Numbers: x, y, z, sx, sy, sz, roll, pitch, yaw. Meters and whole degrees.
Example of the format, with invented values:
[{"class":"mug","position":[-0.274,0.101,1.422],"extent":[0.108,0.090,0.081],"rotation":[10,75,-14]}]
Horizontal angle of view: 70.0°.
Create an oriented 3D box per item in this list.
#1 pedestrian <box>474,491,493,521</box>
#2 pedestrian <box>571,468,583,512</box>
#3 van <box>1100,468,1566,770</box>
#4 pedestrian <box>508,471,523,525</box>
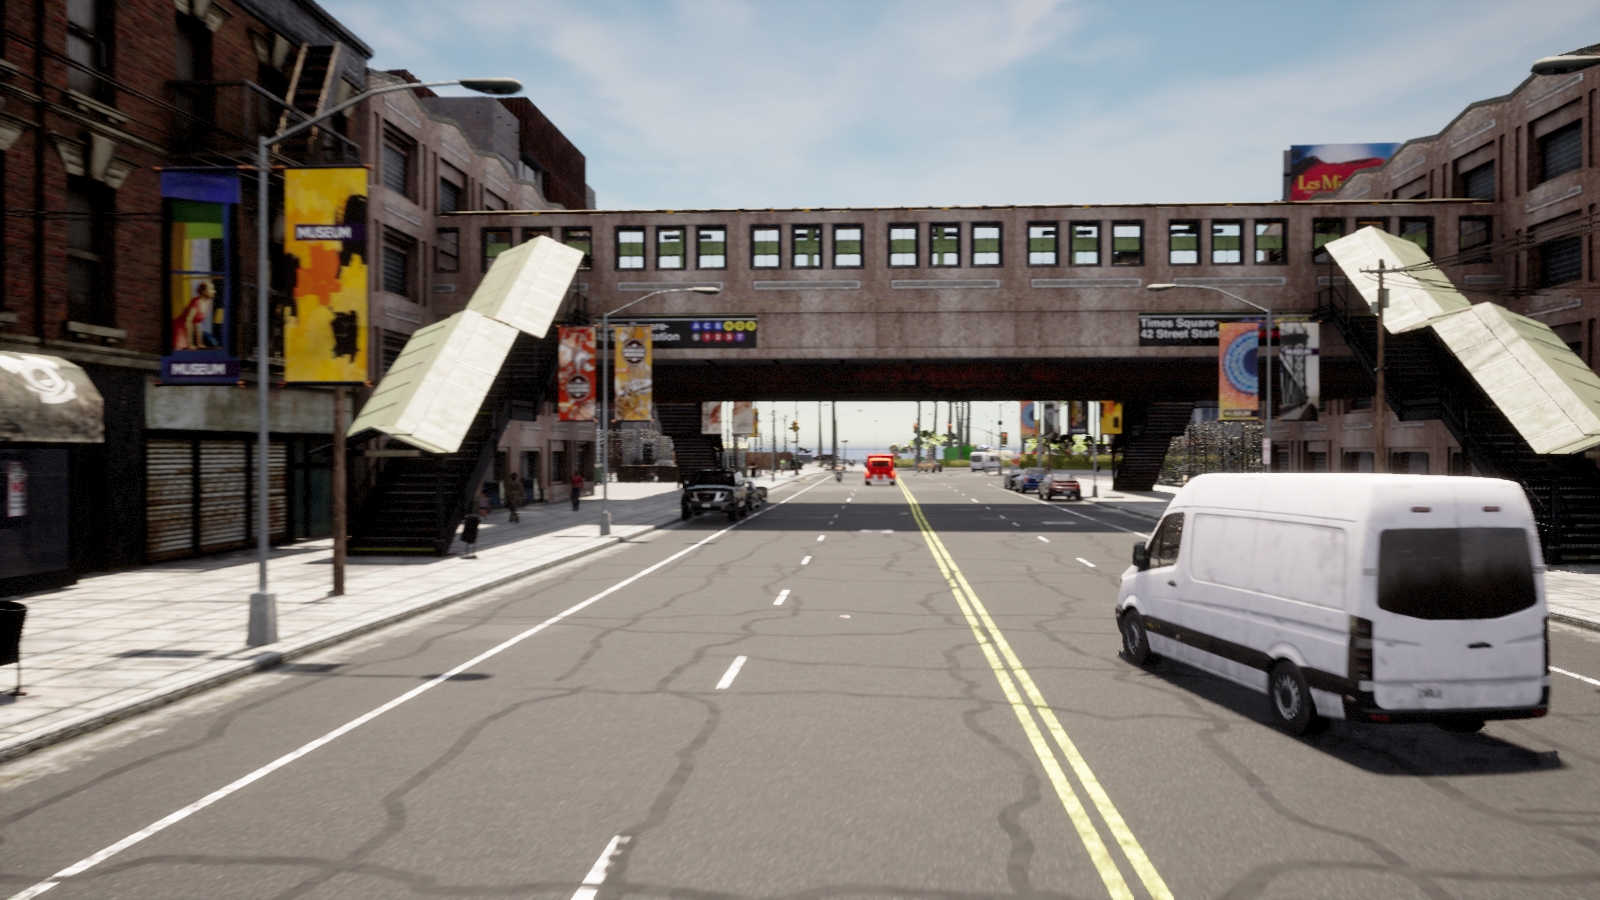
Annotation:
[{"class":"pedestrian","position":[-11.682,2.065,42.170],"extent":[0.500,1.100,0.500],"rotation":[0,0,9]},{"class":"pedestrian","position":[-9.438,1.687,48.314],"extent":[0.375,1.860,0.375],"rotation":[0,0,9]},{"class":"van","position":[5.553,1.539,13.128],"extent":[1.988,2.561,5.915],"rotation":[0,0,-7]},{"class":"pedestrian","position":[-9.994,1.687,40.160],"extent":[0.375,1.860,0.375],"rotation":[0,0,14]}]
